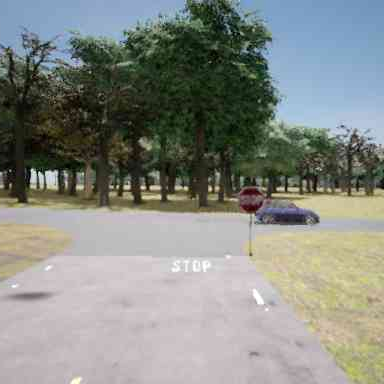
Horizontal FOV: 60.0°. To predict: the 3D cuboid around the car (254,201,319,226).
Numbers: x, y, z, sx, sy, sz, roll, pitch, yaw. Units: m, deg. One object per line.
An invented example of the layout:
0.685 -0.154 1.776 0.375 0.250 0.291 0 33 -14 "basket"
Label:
7.056 1.479 24.779 4.553 1.767 2.097 2 1 -1 "car"
